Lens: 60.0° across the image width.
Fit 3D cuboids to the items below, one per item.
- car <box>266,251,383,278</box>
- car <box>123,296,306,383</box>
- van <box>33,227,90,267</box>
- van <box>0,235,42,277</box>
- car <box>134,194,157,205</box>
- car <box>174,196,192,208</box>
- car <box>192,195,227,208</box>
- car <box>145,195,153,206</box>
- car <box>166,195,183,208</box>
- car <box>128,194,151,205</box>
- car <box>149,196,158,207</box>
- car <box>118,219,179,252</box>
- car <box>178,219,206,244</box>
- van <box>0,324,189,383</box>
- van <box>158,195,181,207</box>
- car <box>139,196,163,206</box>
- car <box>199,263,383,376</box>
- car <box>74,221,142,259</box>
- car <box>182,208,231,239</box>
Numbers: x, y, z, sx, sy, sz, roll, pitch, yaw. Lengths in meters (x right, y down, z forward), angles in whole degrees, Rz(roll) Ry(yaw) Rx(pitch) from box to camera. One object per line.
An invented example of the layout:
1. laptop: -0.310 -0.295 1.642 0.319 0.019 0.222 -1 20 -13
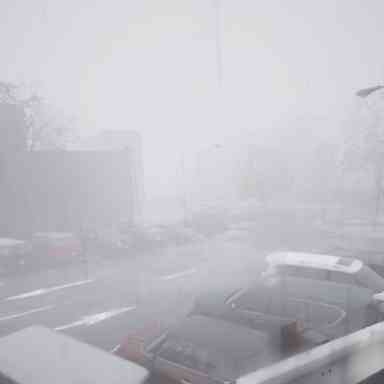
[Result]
1. car: 5.054 3.329 11.332 5.566 2.045 2.435 -1 4 36
2. car: 0.041 3.918 7.979 4.553 1.767 2.185 -1 4 36
3. van: -9.237 3.705 22.336 4.442 1.987 1.878 -2 3 36
4. van: -11.693 3.932 20.701 4.442 1.987 1.878 -2 3 36
5. car: -9.715 1.609 69.621 2.185 1.767 4.553 -1 4 38
6. car: -0.017 1.847 54.500 1.946 1.575 5.366 -2 4 38
7. car: 3.059 1.661 49.235 2.435 2.045 5.566 -1 4 38
8. car: -6.570 1.657 64.491 2.185 1.767 4.553 -2 4 38
9. car: -1.737 1.885 56.894 2.002 1.452 4.674 -2 4 38
10. car: -11.310 1.588 72.163 2.185 1.767 4.553 -1 4 38
11. car: -4.929 1.801 61.976 2.097 1.535 5.008 -1 4 38
12. car: -4.206 3.221 25.528 5.566 2.045 2.435 -2 2 36
13. car: -1.729 3.273 27.184 4.792 1.488 2.163 -2 2 36
14. van: -2.399 4.048 6.262 4.442 1.987 1.878 -1 4 36
15. van: -3.420 1.608 59.326 1.878 1.987 4.442 -1 4 38
16. car: -8.133 1.798 67.063 2.002 1.452 4.674 -2 4 38
17. car: 2.492 3.562 9.674 5.566 2.045 2.435 -1 4 36
18. car: -6.662 3.447 23.893 5.566 2.045 2.435 -2 2 36
19. car: 0.652 2.770 28.818 5.566 2.045 2.435 -2 3 37
